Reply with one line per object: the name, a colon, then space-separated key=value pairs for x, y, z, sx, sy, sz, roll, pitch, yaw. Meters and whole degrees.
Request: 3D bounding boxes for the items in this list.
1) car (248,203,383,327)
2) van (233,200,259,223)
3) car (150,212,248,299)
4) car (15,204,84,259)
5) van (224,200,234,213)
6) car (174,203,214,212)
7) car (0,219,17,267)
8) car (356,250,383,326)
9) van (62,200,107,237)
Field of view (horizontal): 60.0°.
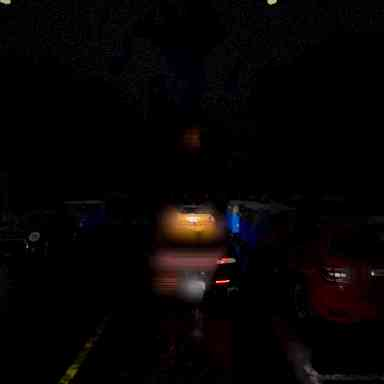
car: x=2.751 y=1.315 z=6.935 sx=2.192 sy=1.841 sz=5.009 roll=0 pitch=0 yaw=0
van: x=2.741 y=1.341 z=12.372 sx=1.690 sy=1.788 sz=3.998 roll=0 pitch=0 yaw=0
car: x=0.089 y=1.492 z=8.456 sx=2.128 sy=1.511 sz=4.902 roll=0 pitch=0 yaw=0
car: x=-5.784 y=1.440 z=12.358 sx=1.967 sy=1.590 sz=4.097 roll=0 pitch=0 yaw=0
van: x=2.732 y=1.342 z=17.810 sx=1.690 sy=1.788 sz=3.998 roll=0 pitch=0 yaw=0
car: x=0.109 y=1.353 z=17.505 sx=2.097 sy=1.767 sz=4.553 roll=0 pitch=0 yaw=1
car: x=-5.774 y=1.525 z=6.750 sx=1.752 sy=1.417 sz=4.829 roll=0 pitch=0 yaw=0
car: x=2.760 y=1.440 z=1.497 sx=1.967 sy=1.590 sz=4.097 roll=0 pitch=0 yaw=0
van: x=-5.793 y=1.342 z=17.795 sx=1.690 sy=1.788 sz=3.998 roll=0 pitch=0 yaw=0
